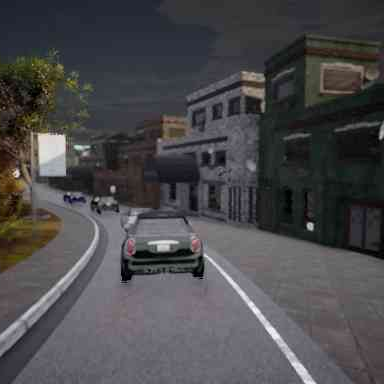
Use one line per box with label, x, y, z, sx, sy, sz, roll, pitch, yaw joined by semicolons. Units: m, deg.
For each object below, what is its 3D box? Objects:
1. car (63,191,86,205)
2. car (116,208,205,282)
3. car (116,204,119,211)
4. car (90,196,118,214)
car;-16.005;0.629;45.038;2.097;1.767;4.553;-3;4;-33
car;-0.993;1.351;10.073;2.097;1.767;4.553;-1;0;-8
car;-3.253;1.598;20.215;1.895;1.301;4.718;-1;1;-17
car;-8.844;1.138;33.301;2.097;1.767;4.553;-2;2;-27
